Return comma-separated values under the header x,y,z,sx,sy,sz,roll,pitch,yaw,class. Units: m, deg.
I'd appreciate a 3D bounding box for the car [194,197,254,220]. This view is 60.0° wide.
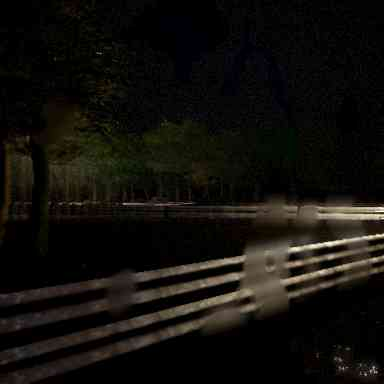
x,y,z,sx,sy,sz,roll,pitch,yaw,class
2.962,1.493,30.901,5.566,2.045,2.150,0,-1,9,car

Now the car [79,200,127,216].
x,y,z,sx,sy,sz,roll,pitch,yaw,class
-10.007,1.708,36.554,4.553,1.767,2.097,0,-1,9,car
